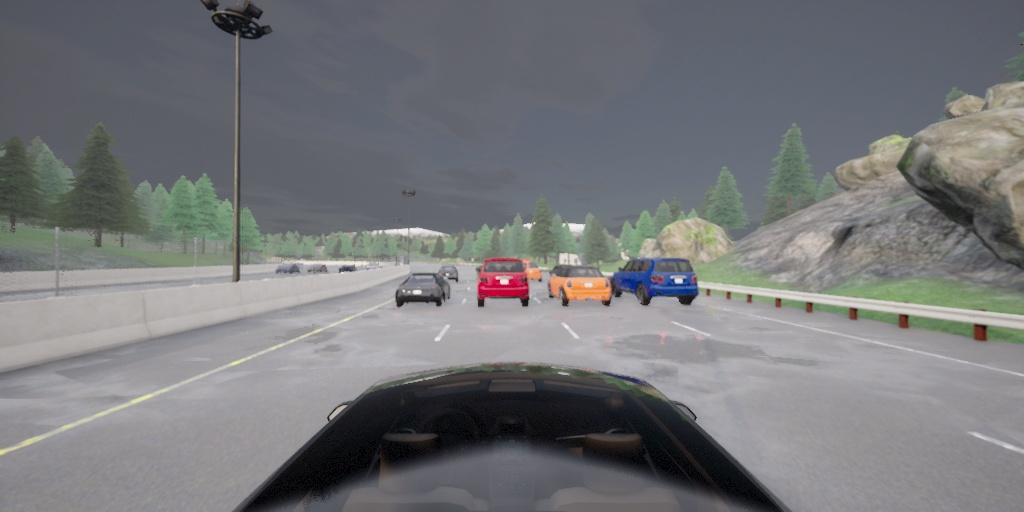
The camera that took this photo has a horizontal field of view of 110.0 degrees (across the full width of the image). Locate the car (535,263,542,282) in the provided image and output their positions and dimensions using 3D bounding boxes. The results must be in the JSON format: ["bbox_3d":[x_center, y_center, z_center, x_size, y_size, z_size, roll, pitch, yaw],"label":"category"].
[{"bbox_3d":[1.306,1.391,32.701,2.097,1.767,4.553,0,-1,-8],"label":"car"}]

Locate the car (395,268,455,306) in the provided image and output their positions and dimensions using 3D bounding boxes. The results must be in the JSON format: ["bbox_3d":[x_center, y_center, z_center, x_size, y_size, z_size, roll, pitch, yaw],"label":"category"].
[{"bbox_3d":[-3.991,1.455,16.599,1.994,1.385,4.181,0,-1,-4],"label":"car"}]

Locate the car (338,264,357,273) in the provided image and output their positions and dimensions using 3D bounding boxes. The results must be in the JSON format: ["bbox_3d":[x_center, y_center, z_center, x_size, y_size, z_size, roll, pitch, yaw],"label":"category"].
[{"bbox_3d":[-23.952,1.833,52.211,1.895,1.301,4.718,0,-1,-15],"label":"car"}]

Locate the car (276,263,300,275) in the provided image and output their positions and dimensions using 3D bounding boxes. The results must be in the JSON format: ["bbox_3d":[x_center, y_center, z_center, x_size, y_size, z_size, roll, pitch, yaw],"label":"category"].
[{"bbox_3d":[-30.424,1.729,48.855,1.812,1.442,4.674,1,-1,-14],"label":"car"}]

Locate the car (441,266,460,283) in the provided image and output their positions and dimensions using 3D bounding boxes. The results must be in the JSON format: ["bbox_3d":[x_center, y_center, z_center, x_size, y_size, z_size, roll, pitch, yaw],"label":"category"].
[{"bbox_3d":[-5.608,1.580,31.605,2.033,1.411,5.357,0,-1,-8],"label":"car"}]

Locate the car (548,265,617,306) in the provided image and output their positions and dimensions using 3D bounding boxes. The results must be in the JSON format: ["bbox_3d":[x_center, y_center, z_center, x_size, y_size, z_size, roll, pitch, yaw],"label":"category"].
[{"bbox_3d":[3.006,1.242,16.873,2.097,1.767,4.553,0,-1,-4],"label":"car"}]

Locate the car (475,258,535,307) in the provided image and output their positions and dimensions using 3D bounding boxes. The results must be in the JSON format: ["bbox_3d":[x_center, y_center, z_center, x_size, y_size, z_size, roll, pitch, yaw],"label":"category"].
[{"bbox_3d":[-0.480,1.106,16.552,2.150,2.045,5.566,0,0,-4],"label":"car"}]

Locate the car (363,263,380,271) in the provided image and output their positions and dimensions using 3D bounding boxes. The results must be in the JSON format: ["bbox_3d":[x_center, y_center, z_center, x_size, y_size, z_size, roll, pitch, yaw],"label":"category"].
[{"bbox_3d":[-20.818,1.769,53.491,1.812,1.442,4.674,1,-1,-14],"label":"car"}]

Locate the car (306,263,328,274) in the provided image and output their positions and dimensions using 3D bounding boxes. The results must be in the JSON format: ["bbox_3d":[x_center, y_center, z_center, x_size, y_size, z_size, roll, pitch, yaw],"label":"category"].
[{"bbox_3d":[-27.152,1.740,50.158,1.812,1.442,4.674,1,-1,-14],"label":"car"}]

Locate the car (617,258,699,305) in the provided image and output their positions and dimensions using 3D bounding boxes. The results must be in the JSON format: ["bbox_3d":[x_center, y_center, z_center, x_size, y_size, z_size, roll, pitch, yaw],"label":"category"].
[{"bbox_3d":[6.503,1.109,17.031,2.150,2.045,5.566,0,0,-4],"label":"car"}]

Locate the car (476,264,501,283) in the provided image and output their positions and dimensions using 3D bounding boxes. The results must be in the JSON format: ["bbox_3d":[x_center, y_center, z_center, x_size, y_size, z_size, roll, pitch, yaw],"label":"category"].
[{"bbox_3d":[-2.189,1.547,32.414,1.837,1.490,4.892,0,0,-8],"label":"car"}]

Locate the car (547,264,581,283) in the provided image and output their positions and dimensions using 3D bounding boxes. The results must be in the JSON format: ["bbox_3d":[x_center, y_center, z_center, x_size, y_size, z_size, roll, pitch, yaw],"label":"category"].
[{"bbox_3d":[4.738,1.554,33.426,1.837,1.490,4.892,0,0,-8],"label":"car"}]

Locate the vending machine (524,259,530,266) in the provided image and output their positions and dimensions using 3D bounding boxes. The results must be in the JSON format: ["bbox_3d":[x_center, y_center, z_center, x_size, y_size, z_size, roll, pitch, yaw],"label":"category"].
[{"bbox_3d":[2.744,1.543,65.378,1.100,2.100,0.880,0,0,-17],"label":"vending machine"}]
